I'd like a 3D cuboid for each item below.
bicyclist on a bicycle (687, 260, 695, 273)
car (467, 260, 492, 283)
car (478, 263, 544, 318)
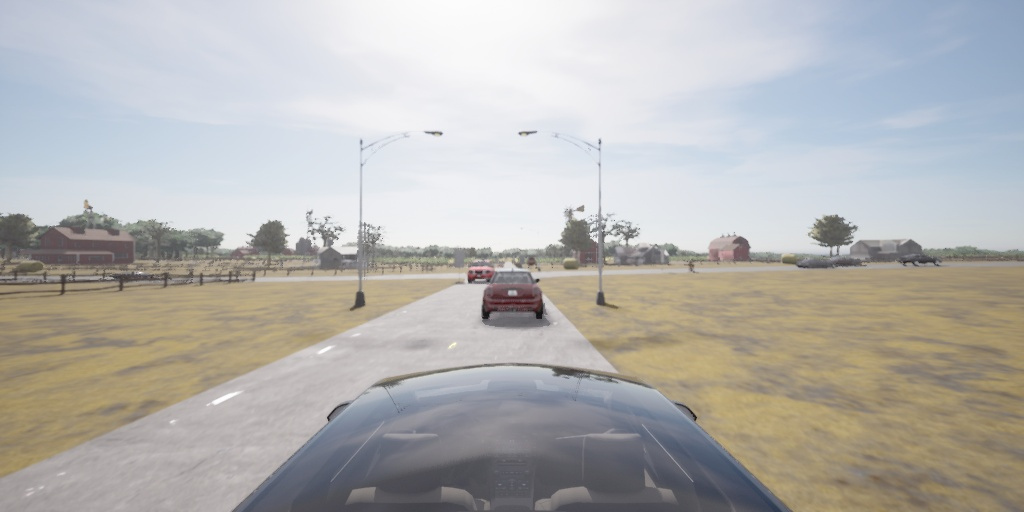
[{"bbox_3d":[22.825,1.349,45.768,0.582,1.620,1.656,-1,-1,0],"label":"bicyclist on a bicycle"},{"bbox_3d":[-2.793,1.396,33.185,2.150,2.045,5.566,0,-1,0],"label":"car"},{"bbox_3d":[0.039,1.261,13.940,2.097,1.767,4.553,0,-1,0],"label":"car"}]
